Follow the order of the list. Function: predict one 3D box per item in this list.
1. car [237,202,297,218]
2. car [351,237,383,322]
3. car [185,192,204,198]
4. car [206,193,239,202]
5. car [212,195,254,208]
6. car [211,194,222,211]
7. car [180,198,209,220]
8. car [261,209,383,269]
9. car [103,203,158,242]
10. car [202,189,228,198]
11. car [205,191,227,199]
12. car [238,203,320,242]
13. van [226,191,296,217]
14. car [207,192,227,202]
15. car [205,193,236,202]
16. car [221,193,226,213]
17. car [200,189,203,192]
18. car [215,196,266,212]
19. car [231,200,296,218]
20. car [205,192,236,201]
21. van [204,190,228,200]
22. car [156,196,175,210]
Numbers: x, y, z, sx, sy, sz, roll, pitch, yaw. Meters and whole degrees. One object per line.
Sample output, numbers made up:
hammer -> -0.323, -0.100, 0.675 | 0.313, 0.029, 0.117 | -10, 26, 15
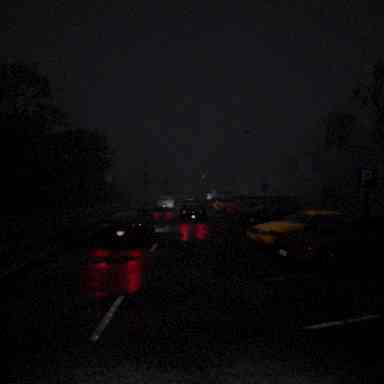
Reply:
car -> 5.094, 1.446, 17.011 | 4.792, 1.488, 2.163 | 1, 0, -20
car -> 5.066, 1.520, 5.058 | 4.674, 1.452, 2.002 | 1, 0, -20
car -> 0.095, 1.069, 42.752 | 2.128, 1.511, 4.902 | 0, 1, 0
car -> 5.070, 0.918, 55.771 | 5.008, 1.535, 2.097 | 1, 1, -20
car -> 5.061, 1.135, 40.866 | 4.674, 1.452, 2.002 | 1, 1, -20
car -> 4.893, 1.224, 31.852 | 5.366, 1.575, 1.946 | 0, 1, -20
car -> 0.097, 1.426, 25.836 | 1.895, 1.301, 4.718 | 0, 1, 0
car -> 5.041, 1.486, 11.015 | 4.792, 1.488, 2.163 | 1, 1, -20
car -> -2.902, 1.460, 15.753 | 1.812, 1.442, 4.674 | 0, 0, 0
car -> 5.094, 0.697, 52.804 | 5.566, 2.045, 2.435 | 1, 0, -20
car -> 5.074, 0.983, 49.806 | 4.892, 1.521, 2.231 | 1, 1, -20
car -> 4.896, 1.433, 13.942 | 5.366, 1.575, 1.946 | 1, 1, -20
van -> 4.962, 1.128, 22.913 | 4.442, 1.987, 1.878 | 0, 1, -20
car -> 4.893, 1.133, 37.817 | 5.366, 1.575, 1.946 | 0, 1, -20
car -> 5.057, 0.891, 58.757 | 4.892, 1.521, 2.231 | 1, 0, -20
car -> 5.040, 1.189, 25.941 | 4.553, 1.767, 2.185 | 0, 1, -20
car -> 4.890, 0.782, 70.619 | 5.366, 1.575, 1.946 | 1, 1, -20
car -> 5.092, 1.213, 34.914 | 4.792, 1.488, 2.163 | 0, 1, -20
car -> 5.063, 1.425, 19.983 | 4.674, 1.452, 2.002 | 1, 0, -20
car -> 5.237, 0.861, 61.804 | 5.366, 1.575, 1.946 | 1, 0, -20
van -> 4.957, 0.585, 67.658 | 4.442, 1.987, 1.878 | 1, 1, -20
car -> -2.904, 1.190, 36.610 | 1.812, 1.442, 4.674 | 0, 1, 0
